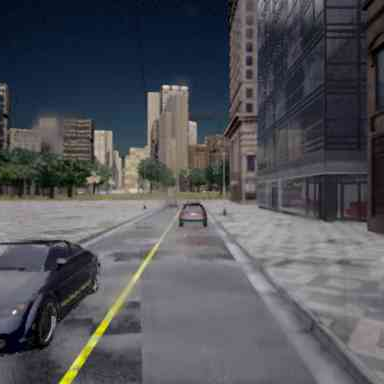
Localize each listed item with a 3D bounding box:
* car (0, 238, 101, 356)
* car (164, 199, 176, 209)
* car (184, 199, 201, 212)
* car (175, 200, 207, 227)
[{"bbox_3d":[-3.103,1.594,6.139,1.994,1.385,4.181,0,0,0],"label":"car"},{"bbox_3d":[-3.101,1.798,49.743,1.994,1.385,4.181,0,0,0],"label":"car"},{"bbox_3d":[0.073,1.692,42.312,2.128,1.511,4.902,0,0,0],"label":"car"},{"bbox_3d":[0.084,1.545,24.143,2.033,1.649,4.856,0,-1,0],"label":"car"}]
